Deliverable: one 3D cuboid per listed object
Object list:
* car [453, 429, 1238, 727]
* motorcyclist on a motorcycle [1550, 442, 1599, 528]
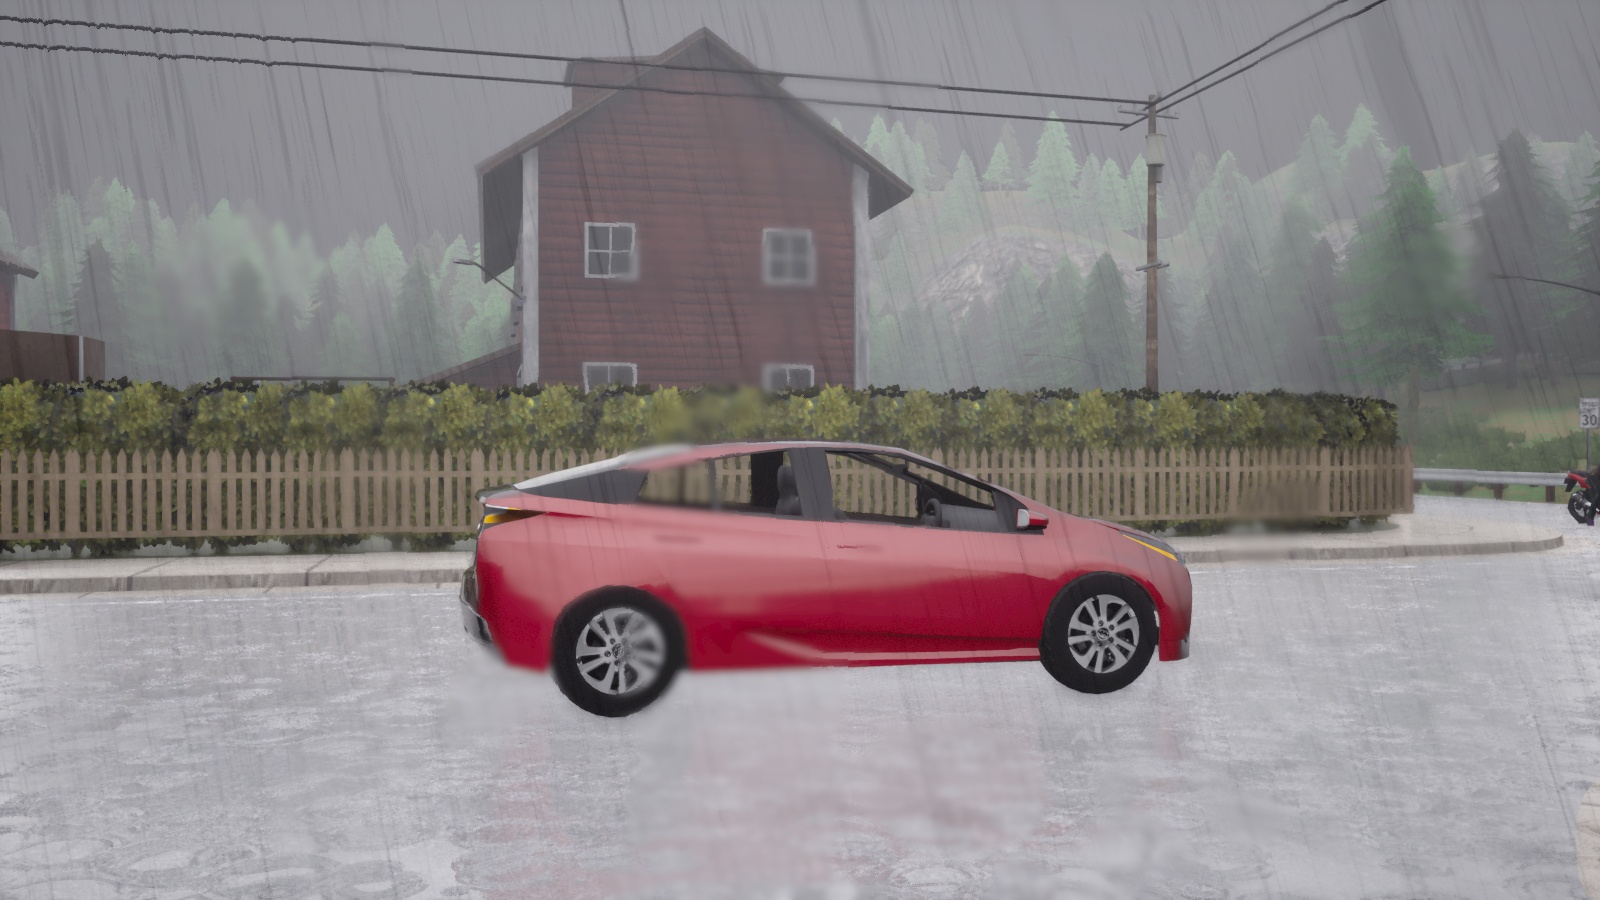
[{"bbox_3d":[0.181,0.649,7.928,4.514,1.525,2.007,0,0,-14],"label":"car"},{"bbox_3d":[14.482,0.614,22.301,0.797,1.523,2.044,0,0,-13],"label":"motorcyclist on a motorcycle"}]
